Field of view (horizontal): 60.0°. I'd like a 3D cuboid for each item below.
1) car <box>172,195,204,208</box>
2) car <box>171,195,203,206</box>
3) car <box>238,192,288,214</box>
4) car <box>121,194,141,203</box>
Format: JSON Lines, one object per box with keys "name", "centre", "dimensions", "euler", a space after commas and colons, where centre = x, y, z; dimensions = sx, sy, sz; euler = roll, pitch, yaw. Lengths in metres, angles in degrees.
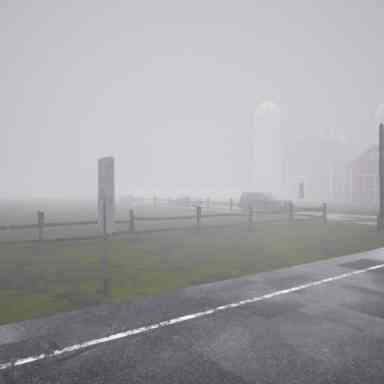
{"name": "car", "centre": [-0.547, 1.280, 43.077], "dimensions": [1.895, 1.301, 4.718], "euler": [-1, 1, -36]}
{"name": "car", "centre": [-0.829, 1.159, 48.517], "dimensions": [2.033, 1.411, 5.357], "euler": [-1, 1, -36]}
{"name": "car", "centre": [6.993, 1.022, 32.590], "dimensions": [2.150, 2.045, 5.566], "euler": [-1, 1, -36]}
{"name": "car", "centre": [-10.318, 1.064, 56.729], "dimensions": [2.033, 1.411, 5.357], "euler": [-1, 1, -35]}
